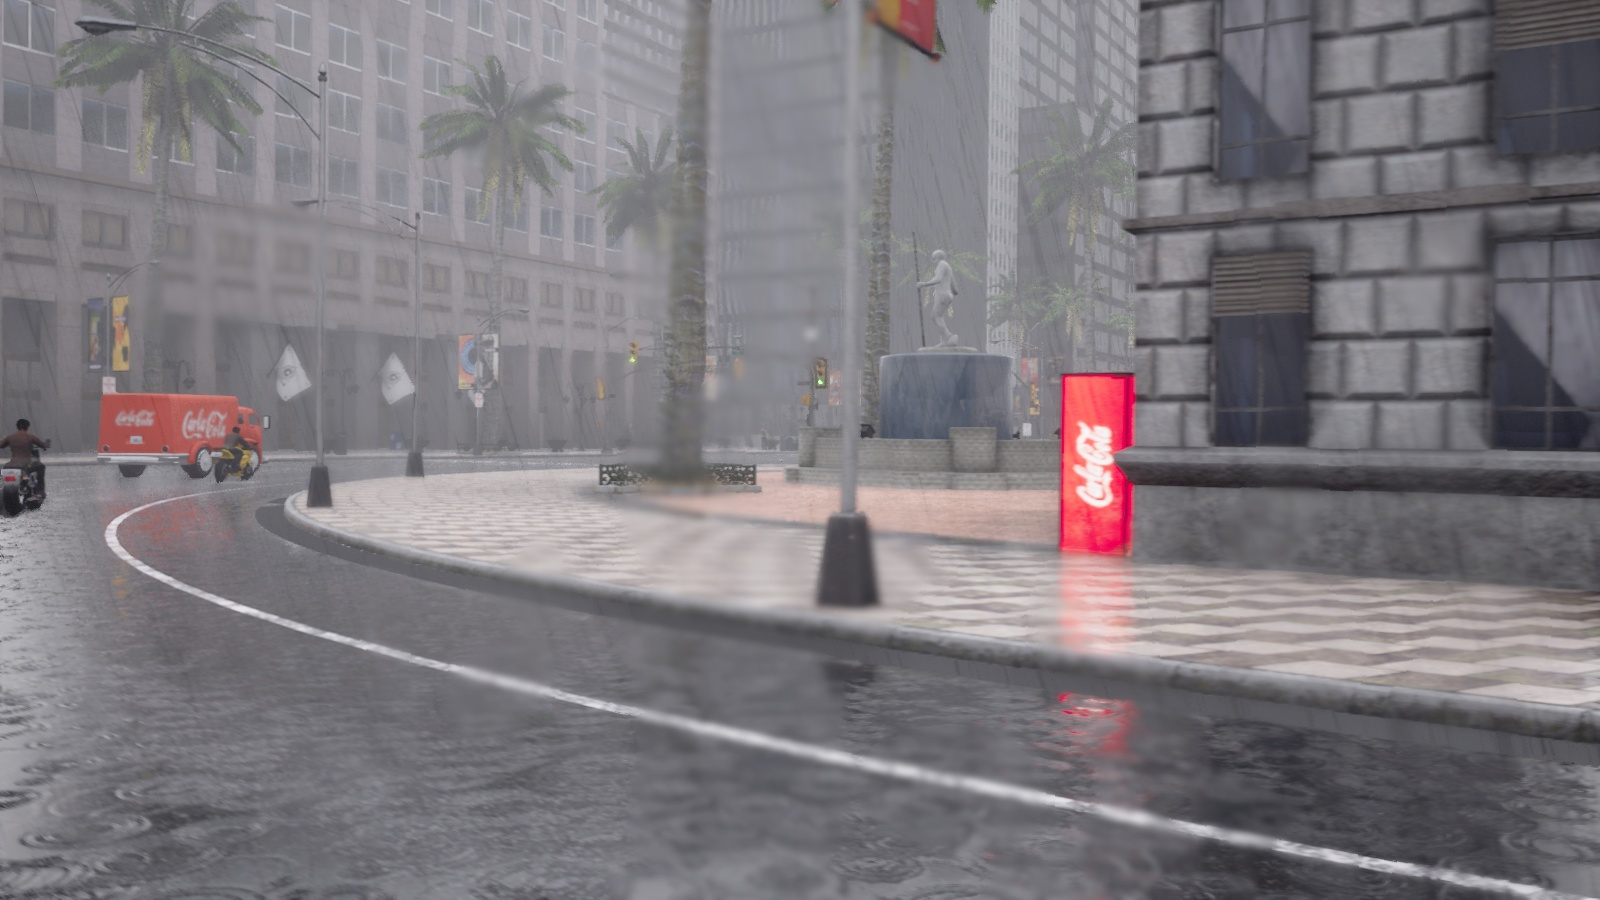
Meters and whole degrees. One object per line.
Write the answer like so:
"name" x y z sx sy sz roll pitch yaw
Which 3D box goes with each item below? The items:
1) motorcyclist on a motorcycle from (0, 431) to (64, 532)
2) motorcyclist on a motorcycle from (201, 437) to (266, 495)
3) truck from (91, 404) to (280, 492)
"motorcyclist on a motorcycle" -13.367 0.514 21.691 0.766 1.649 2.350 0 1 -22
"motorcyclist on a motorcycle" -15.320 0.401 34.016 0.797 1.523 2.044 0 1 2
"truck" -18.379 -0.092 37.959 2.627 2.467 5.204 -1 1 8
